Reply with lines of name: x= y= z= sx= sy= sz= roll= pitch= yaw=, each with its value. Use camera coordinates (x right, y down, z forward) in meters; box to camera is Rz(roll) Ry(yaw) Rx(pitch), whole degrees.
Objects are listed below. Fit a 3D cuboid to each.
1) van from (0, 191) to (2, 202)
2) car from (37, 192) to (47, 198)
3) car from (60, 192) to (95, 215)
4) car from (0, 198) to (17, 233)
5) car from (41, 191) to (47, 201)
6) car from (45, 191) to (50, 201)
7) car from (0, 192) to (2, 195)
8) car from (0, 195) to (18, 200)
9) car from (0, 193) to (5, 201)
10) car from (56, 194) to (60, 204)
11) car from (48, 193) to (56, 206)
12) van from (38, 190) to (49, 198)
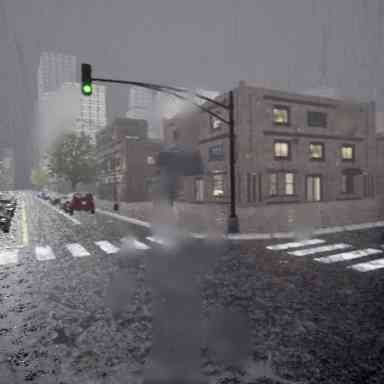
van: x=-34.602 y=0.800 z=58.766 sx=1.690 sy=1.788 sz=3.998 roll=-2 pitch=1 yaw=-27
car: x=-37.198 y=0.640 z=82.261 sx=1.947 sy=1.339 sz=4.313 roll=-2 pitch=1 yaw=-27
car: x=-9.538 y=0.913 z=28.140 sx=2.192 sy=1.841 sz=5.009 roll=-1 pitch=1 yaw=-27
car: x=-10.592 y=1.316 z=17.494 sx=2.128 sy=1.511 sz=4.902 roll=-2 pitch=1 yaw=-27
car: x=-24.623 y=0.882 z=57.662 sx=1.802 sy=1.307 sz=4.206 roll=-2 pitch=1 yaw=-27
car: x=-19.594 y=0.947 z=47.823 sx=2.008 sy=1.369 sz=4.403 roll=-2 pitch=1 yaw=-27
car: x=-19.941 y=1.124 z=35.807 sx=2.128 sy=1.511 sz=4.902 roll=-2 pitch=1 yaw=-27
car: x=-15.219 y=1.234 z=26.556 sx=1.837 sy=1.490 sz=4.892 roll=-2 pitch=1 yaw=-27
car: x=-37.114 y=0.964 z=63.690 sx=2.008 sy=1.369 sz=4.403 roll=-2 pitch=1 yaw=-27
car: x=-12.049 y=1.112 z=33.065 sx=1.947 sy=1.339 sz=4.313 roll=-1 pitch=1 yaw=-27
car: x=-17.079 y=1.011 z=42.904 sx=1.947 sy=1.339 sz=4.313 roll=-2 pitch=1 yaw=-27
van: x=-29.657 y=0.549 z=67.498 sx=1.690 sy=1.788 sz=3.998 roll=-2 pitch=1 yaw=-27
